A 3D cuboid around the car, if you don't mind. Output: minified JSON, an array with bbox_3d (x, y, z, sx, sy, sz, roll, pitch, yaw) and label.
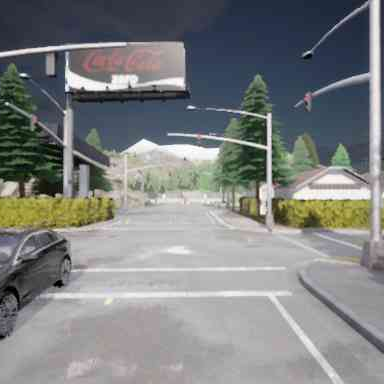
[{"bbox_3d":[-3.881,1.518,6.651,2.128,1.511,4.902,0,0,-4],"label":"car"}]
